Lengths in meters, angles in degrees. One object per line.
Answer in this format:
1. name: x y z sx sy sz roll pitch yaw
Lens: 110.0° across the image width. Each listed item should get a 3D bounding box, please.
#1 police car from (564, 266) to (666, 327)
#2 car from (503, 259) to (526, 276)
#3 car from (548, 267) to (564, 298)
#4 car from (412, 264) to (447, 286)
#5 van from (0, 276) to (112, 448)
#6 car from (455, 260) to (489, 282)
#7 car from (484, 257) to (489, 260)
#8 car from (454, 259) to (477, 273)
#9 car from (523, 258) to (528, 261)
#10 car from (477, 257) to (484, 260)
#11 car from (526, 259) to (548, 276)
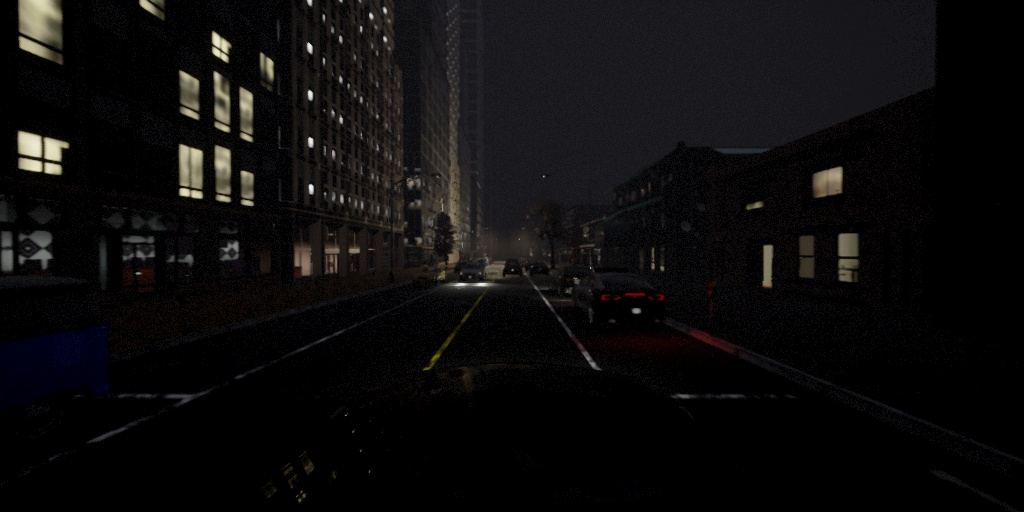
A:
1. police car: 3.136 1.172 11.626 1.930 1.638 5.238 0 0 0
2. car: 0.077 1.306 36.032 1.994 1.385 4.181 0 0 0
3. car: 3.148 1.250 18.518 1.837 1.490 4.892 0 0 0
4. car: -5.655 1.269 25.003 1.751 1.417 4.829 0 0 0
5. van: -5.658 1.090 2.597 1.690 1.789 3.998 0 0 0
6. car: -3.092 1.269 28.799 1.812 1.442 4.674 0 0 0
7. car: -5.649 1.302 64.682 1.948 1.339 4.313 0 0 0
8. car: -5.652 1.306 42.105 1.948 1.339 4.313 0 0 0
9. car: 2.696 1.284 47.694 1.888 1.381 4.507 0 0 0
10. car: -5.650 1.178 53.394 1.967 1.591 4.097 0 0 0
11. car: 2.695 1.307 36.405 1.948 1.339 4.313 0 0 0
